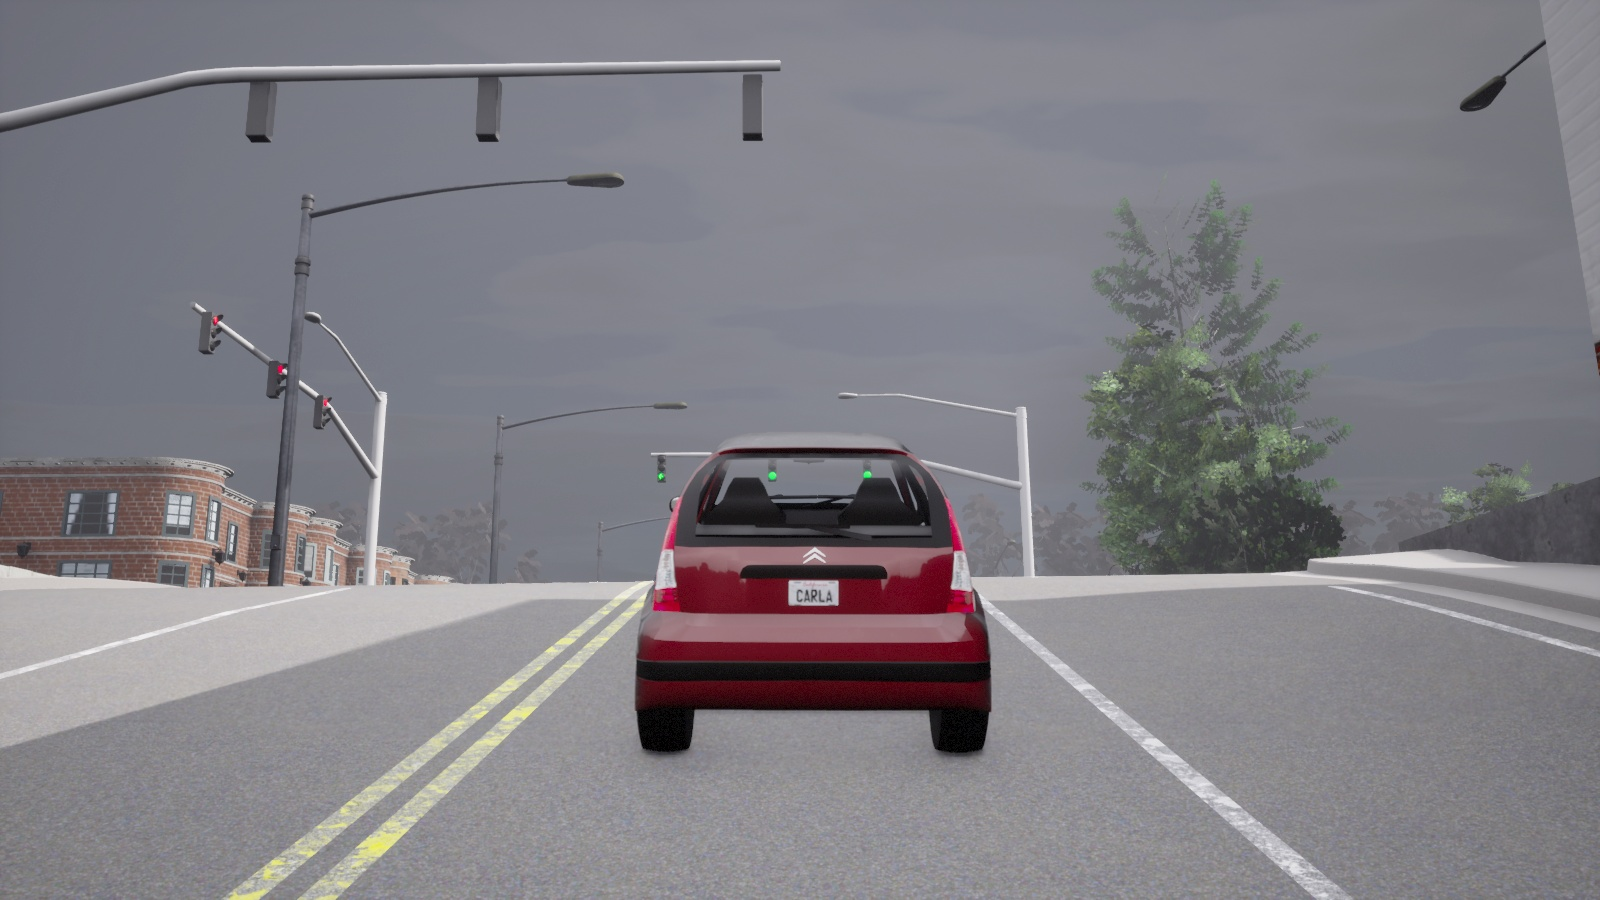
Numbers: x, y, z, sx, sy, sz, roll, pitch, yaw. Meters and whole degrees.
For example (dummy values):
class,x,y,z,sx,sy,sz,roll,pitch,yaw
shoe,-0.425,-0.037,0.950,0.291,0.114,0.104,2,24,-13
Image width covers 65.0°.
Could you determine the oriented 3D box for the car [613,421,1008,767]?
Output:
class,x,y,z,sx,sy,sz,roll,pitch,yaw
car,0.051,0.677,7.897,1.851,1.617,3.988,0,0,0
